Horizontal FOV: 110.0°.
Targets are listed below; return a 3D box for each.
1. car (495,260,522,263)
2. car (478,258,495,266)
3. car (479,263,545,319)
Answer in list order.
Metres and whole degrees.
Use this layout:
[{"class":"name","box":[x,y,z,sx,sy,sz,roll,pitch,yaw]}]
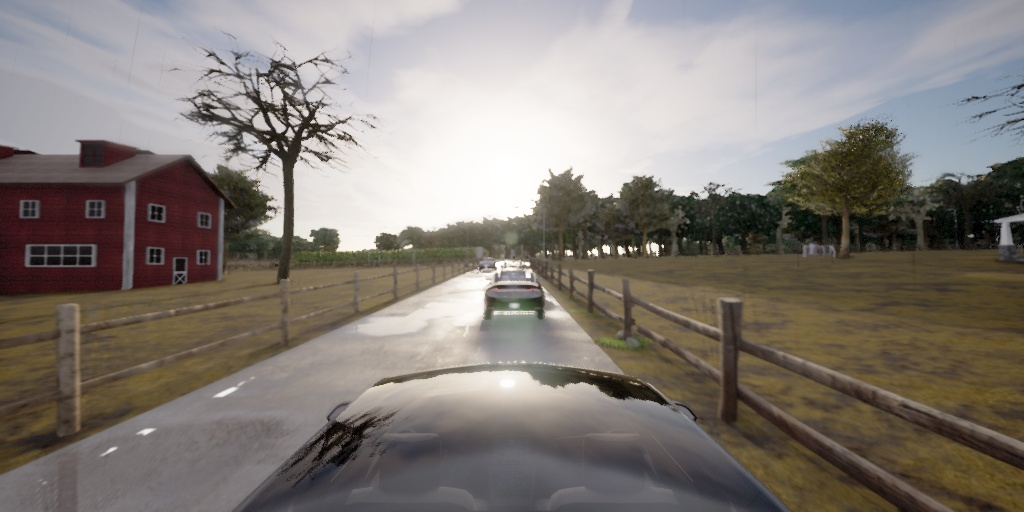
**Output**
[{"class":"car","box":[0.075,1.051,27.947,2.128,1.511,4.902,0,0,0]},{"class":"car","box":[-2.846,0.948,42.339,2.128,1.511,4.902,0,0,0]},{"class":"car","box":[0.080,1.164,12.450,2.128,1.511,4.902,0,0,0]}]
